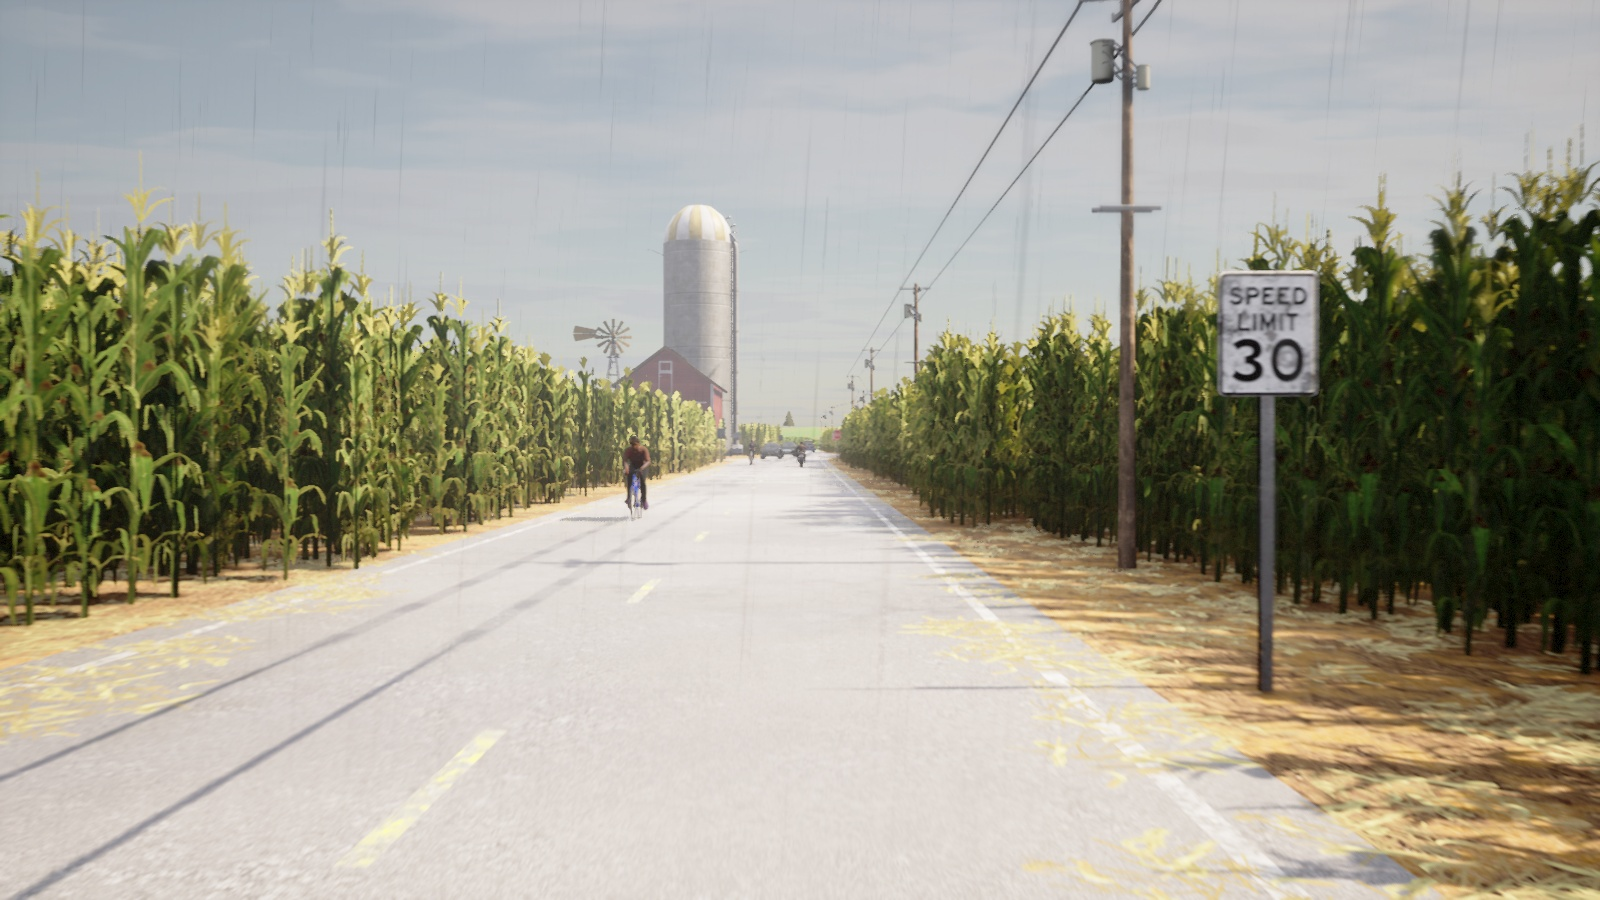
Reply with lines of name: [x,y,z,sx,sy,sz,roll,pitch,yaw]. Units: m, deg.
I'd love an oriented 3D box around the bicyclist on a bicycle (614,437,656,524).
bicyclist on a bicycle: [-3.157,0.561,24.092,0.582,1.620,1.656,0,1,0]
